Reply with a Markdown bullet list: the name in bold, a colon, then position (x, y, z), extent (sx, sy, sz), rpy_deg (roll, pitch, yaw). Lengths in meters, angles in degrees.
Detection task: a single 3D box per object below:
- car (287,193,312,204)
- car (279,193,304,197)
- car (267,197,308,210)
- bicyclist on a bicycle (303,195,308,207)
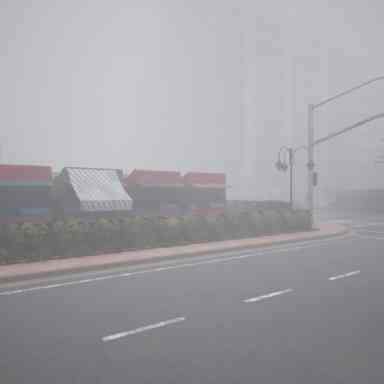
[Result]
- **car**: position (19.031, 1.114, 59.142), extent (1.905, 1.878, 3.866), rpy_deg (0, 0, -36)
- **car**: position (16.640, 1.114, 57.430), extent (1.905, 1.878, 3.866), rpy_deg (0, 0, -36)
- **car**: position (8.001, 1.435, 28.994), extent (2.128, 1.511, 4.902), rpy_deg (0, 0, -36)
- **bicyclist on a bicycle**: position (15.563, 1.246, 44.947), extent (1.656, 1.620, 0.582), rpy_deg (0, 0, -36)
